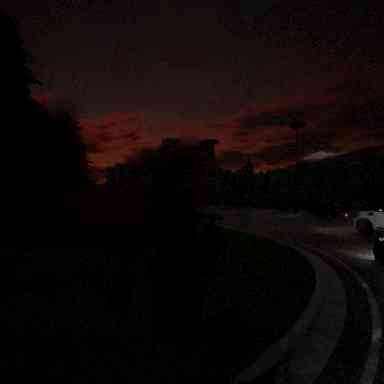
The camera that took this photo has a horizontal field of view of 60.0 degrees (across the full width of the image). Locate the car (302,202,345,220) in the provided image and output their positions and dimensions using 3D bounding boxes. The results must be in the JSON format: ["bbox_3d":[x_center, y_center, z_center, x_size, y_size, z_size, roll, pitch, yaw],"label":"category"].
[{"bbox_3d":[12.388,1.724,30.960,1.837,1.490,4.892,0,0,-23],"label":"car"}]

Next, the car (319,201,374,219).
[{"bbox_3d":[15.236,1.711,33.209,1.882,1.535,5.008,0,0,-23],"label":"car"}]

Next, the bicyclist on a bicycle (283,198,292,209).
[{"bbox_3d":[13.615,1.630,47.257,1.656,1.620,0.582,0,0,-23],"label":"bicyclist on a bicycle"}]

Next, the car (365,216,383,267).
[{"bbox_3d":[6.198,1.610,8.603,2.033,1.411,5.357,0,0,18],"label":"car"}]

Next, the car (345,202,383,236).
[{"bbox_3d":[10.858,1.340,16.581,2.150,2.045,5.566,0,0,-23],"label":"car"}]
